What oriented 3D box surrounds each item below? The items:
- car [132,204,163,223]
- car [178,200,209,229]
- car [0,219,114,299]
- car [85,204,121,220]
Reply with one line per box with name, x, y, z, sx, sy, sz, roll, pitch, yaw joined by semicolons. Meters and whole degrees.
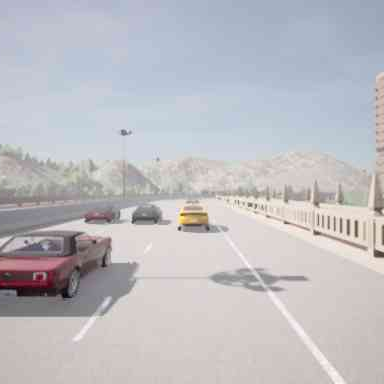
car;-3.412;1.586;25.794;1.994;1.385;4.181;0;0;0
car;0.089;1.497;21.589;1.882;1.535;5.008;0;0;0
car;-3.404;1.608;8.409;1.895;1.301;4.718;0;0;0
car;-6.913;1.586;26.147;1.994;1.385;4.181;0;0;0
